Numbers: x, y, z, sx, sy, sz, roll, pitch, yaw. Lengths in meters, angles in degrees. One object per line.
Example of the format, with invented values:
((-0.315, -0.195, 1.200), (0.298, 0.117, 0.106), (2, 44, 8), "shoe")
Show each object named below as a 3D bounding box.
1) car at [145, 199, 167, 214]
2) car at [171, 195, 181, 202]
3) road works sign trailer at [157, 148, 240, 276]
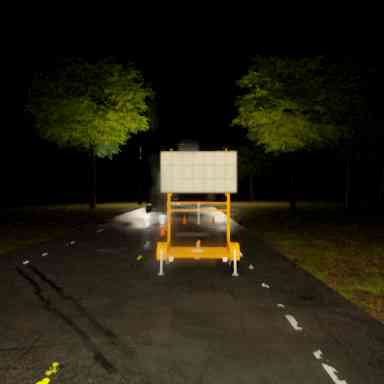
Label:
((-3.637, 1.474, 34.390), (1.837, 1.490, 4.892), (0, 0, 0), "car")
((-3.594, 1.509, 75.033), (2.128, 1.511, 4.902), (0, 0, 0), "car")
((0.209, 0.450, 10.335), (2.380, 3.560, 2.880), (0, 0, 2), "road works sign trailer")
